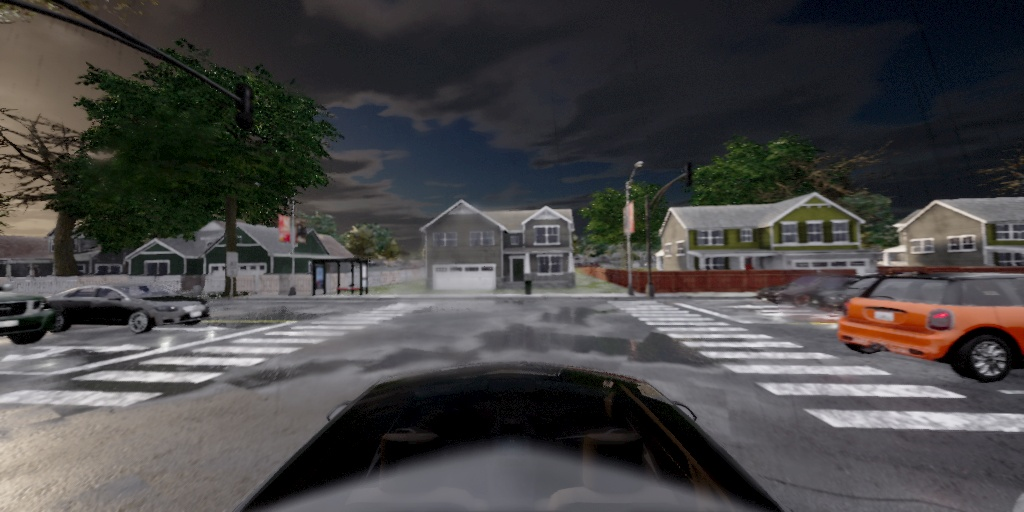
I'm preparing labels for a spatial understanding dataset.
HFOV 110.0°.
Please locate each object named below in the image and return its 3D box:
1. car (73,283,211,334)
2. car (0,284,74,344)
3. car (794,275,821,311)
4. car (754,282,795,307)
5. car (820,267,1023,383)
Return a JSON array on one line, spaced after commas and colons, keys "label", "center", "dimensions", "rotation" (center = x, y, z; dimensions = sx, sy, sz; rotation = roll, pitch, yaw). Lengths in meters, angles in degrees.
[{"label": "car", "center": [-12.666, 1.652, 11.858], "dimensions": [4.902, 1.511, 2.128], "rotation": [-1, -2, 5]}, {"label": "car", "center": [-14.714, 1.298, 8.802], "dimensions": [5.566, 2.045, 2.150], "rotation": [-1, -2, 6]}, {"label": "car", "center": [13.456, 1.393, 12.797], "dimensions": [4.892, 1.490, 1.837], "rotation": [-1, -2, 6]}, {"label": "car", "center": [14.078, 1.540, 16.003], "dimensions": [5.357, 1.411, 2.033], "rotation": [-1, -2, 6]}, {"label": "car", "center": [8.839, 1.076, 6.513], "dimensions": [4.553, 1.767, 2.097], "rotation": [-1, -2, -1]}]
